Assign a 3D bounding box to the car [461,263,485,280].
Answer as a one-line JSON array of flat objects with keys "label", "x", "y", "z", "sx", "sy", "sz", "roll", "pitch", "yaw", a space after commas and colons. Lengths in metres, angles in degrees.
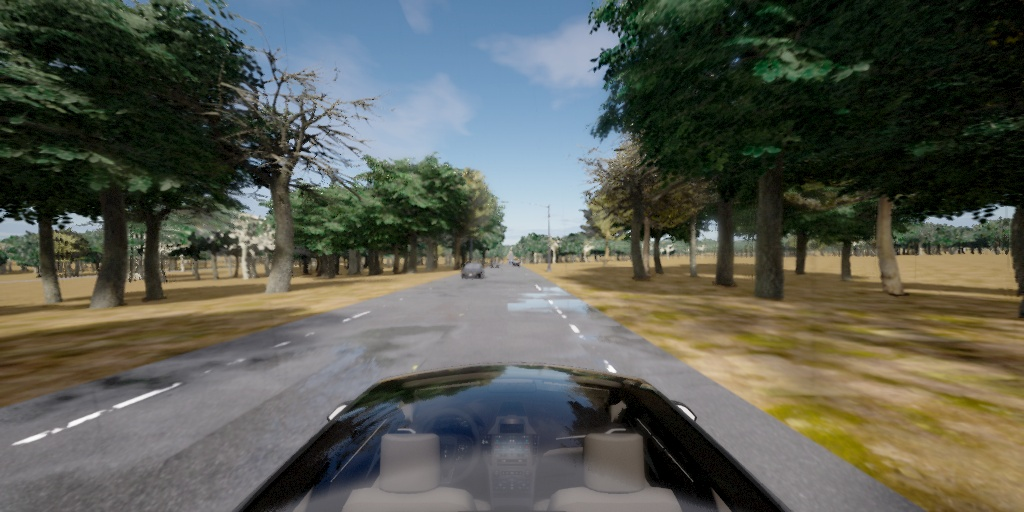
[{"label": "car", "x": -3.591, "y": 1.386, "z": 33.656, "sx": 1.882, "sy": 1.535, "sz": 5.008, "roll": 0, "pitch": 0, "yaw": 0}]
